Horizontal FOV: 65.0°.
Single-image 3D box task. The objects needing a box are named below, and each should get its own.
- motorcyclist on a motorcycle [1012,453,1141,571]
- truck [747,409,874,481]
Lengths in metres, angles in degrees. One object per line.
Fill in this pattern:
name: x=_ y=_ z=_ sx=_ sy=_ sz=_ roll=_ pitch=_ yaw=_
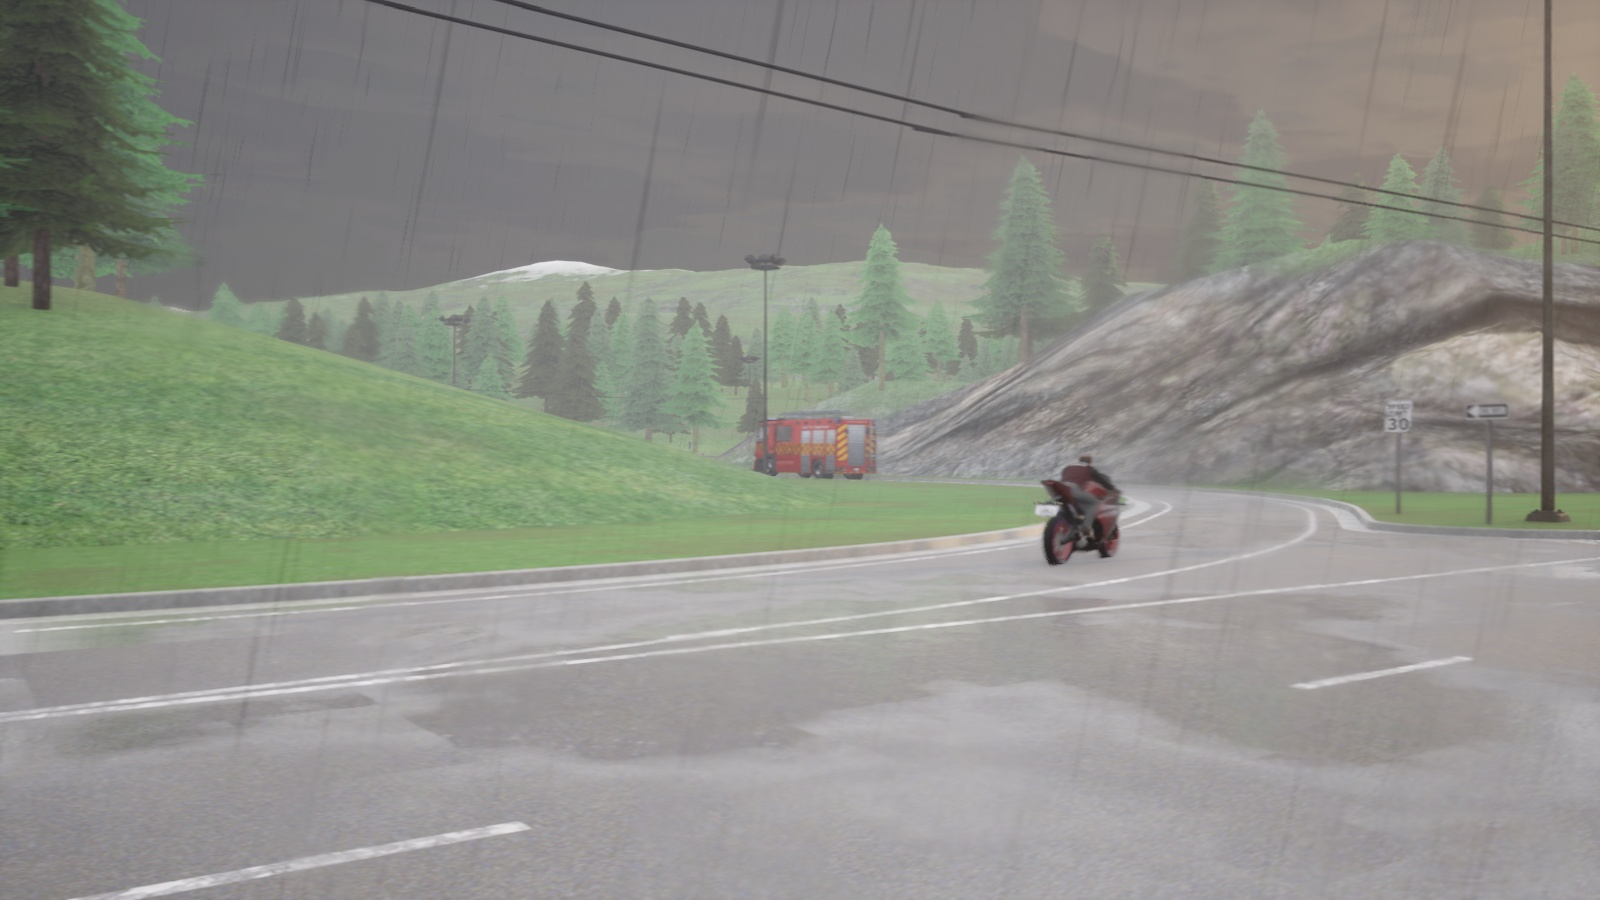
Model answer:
motorcyclist on a motorcycle: x=3.864 y=0.815 z=17.423 sx=0.866 sy=1.530 sz=2.191 roll=-1 pitch=0 yaw=39
truck: x=0.444 y=-0.244 z=71.304 sx=2.891 sy=3.827 sz=8.468 roll=0 pitch=0 yaw=-34
